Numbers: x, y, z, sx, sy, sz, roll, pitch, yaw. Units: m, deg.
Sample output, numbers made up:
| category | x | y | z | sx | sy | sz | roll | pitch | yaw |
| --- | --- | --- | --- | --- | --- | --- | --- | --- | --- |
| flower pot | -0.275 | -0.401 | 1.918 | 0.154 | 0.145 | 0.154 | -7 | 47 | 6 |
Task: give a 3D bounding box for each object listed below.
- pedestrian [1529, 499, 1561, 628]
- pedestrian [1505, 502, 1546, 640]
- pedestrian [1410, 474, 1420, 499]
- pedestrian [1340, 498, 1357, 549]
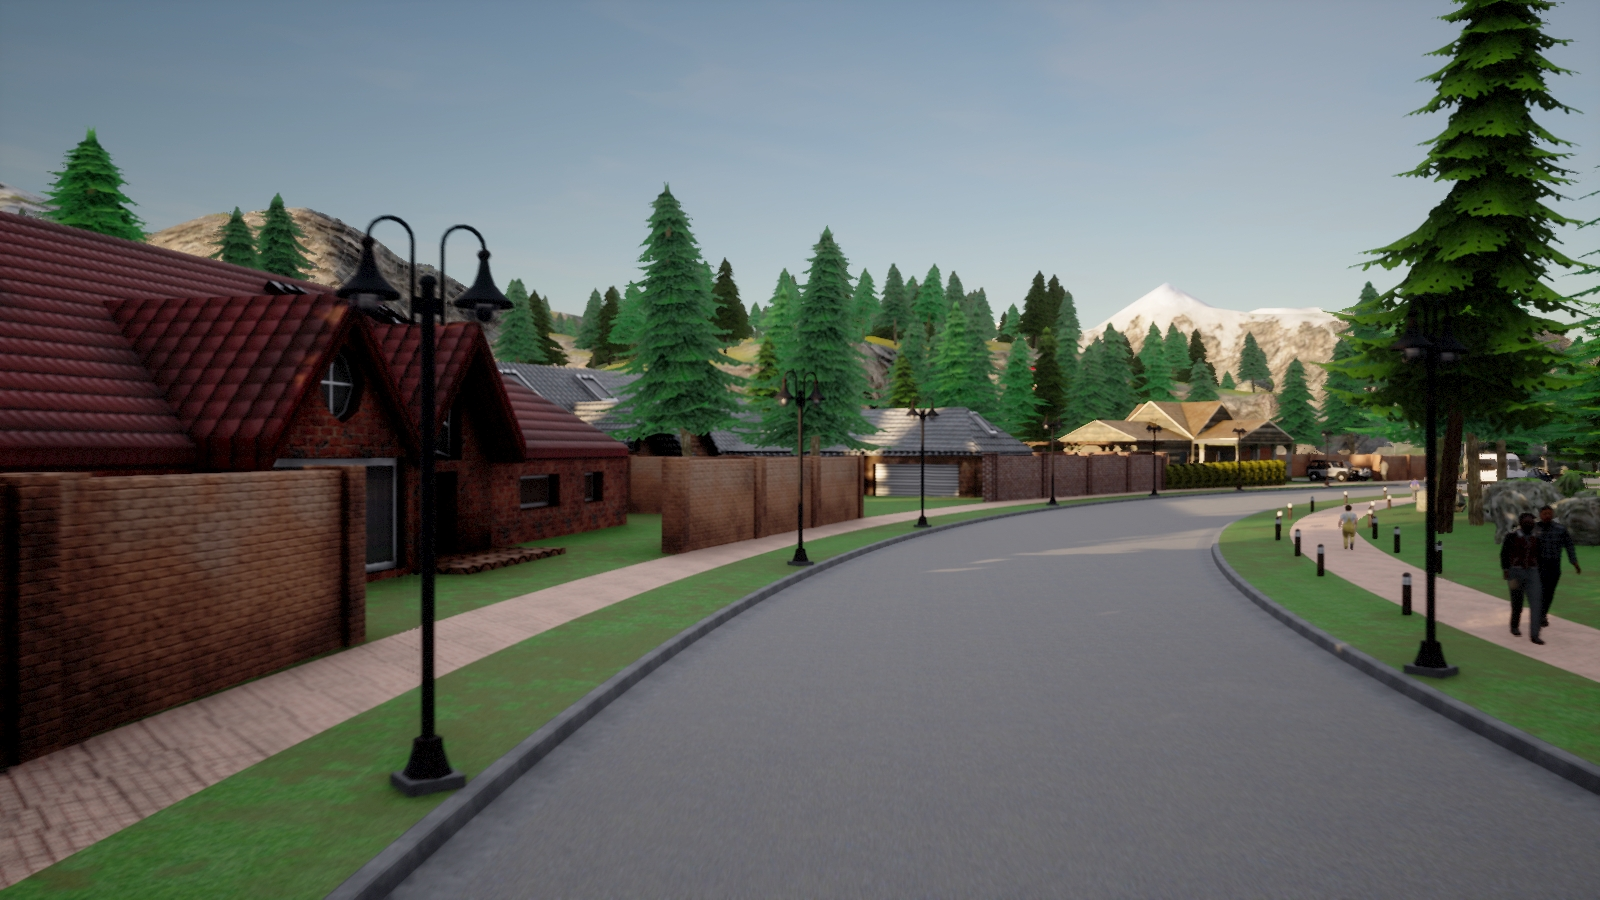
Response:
| category | x | y | z | sx | sy | sz | roll | pitch | yaw |
| --- | --- | --- | --- | --- | --- | --- | --- | --- | --- |
| pedestrian | 11.010 | 1.664 | 16.889 | 0.375 | 1.860 | 0.375 | 0 | 0 | 29 |
| pedestrian | 10.062 | 1.664 | 15.848 | 0.375 | 1.860 | 0.375 | 0 | 0 | 14 |
| pedestrian | 32.435 | 1.947 | 60.253 | 0.375 | 1.300 | 0.375 | 0 | 0 | 36 |
| pedestrian | 14.550 | 1.944 | 30.293 | 0.375 | 1.300 | 0.375 | 0 | 0 | 22 |
